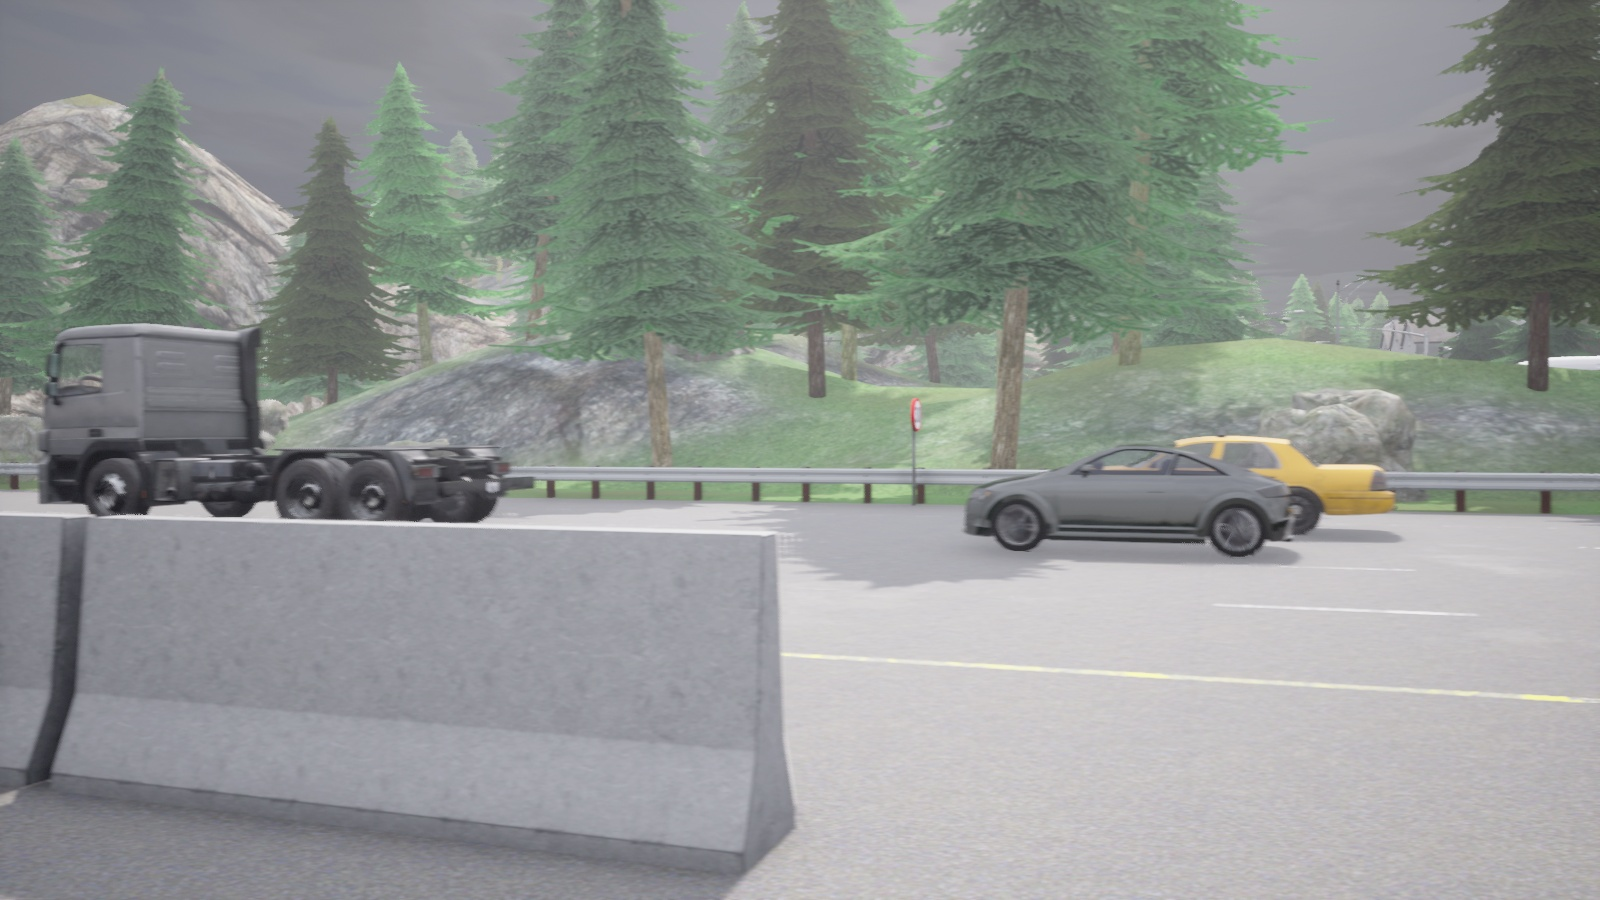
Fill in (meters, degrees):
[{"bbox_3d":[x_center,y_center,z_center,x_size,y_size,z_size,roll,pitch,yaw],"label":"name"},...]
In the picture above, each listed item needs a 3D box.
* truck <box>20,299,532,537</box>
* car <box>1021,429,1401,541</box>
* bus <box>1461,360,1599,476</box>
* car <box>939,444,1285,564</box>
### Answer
[{"bbox_3d":[-8.700,-0.524,20.923,7.936,3.462,2.891,1,1,19],"label":"truck"},{"bbox_3d":[6.275,0.475,19.545,5.366,1.575,1.801,1,1,19],"label":"car"},{"bbox_3d":[30.883,-1.209,47.540,10.273,4.253,3.944,1,2,28],"label":"bus"},{"bbox_3d":[4.116,0.640,16.585,4.181,1.385,1.994,1,1,19],"label":"car"}]
